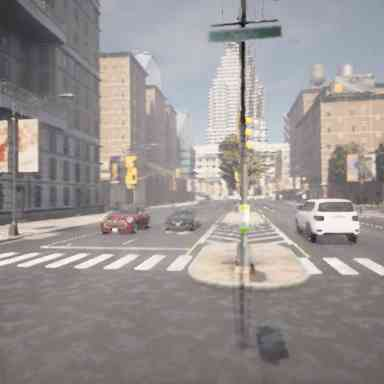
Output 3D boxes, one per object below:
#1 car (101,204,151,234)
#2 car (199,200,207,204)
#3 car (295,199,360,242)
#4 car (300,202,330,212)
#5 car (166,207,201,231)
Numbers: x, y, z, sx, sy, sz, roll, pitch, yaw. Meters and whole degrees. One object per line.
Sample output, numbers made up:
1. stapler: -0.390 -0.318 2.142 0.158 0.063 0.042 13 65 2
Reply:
1. car: -4.241 1.695 21.941 2.097 1.767 4.553 -1 -1 9
2. car: 3.089 2.802 93.052 1.895 1.301 4.718 -1 -1 8
3. car: 6.959 1.385 17.592 2.150 2.045 5.566 -1 -1 8
4. car: 17.309 2.038 46.650 4.718 1.301 1.895 0 -1 -40
5. car: -0.507 1.824 23.190 1.837 1.490 4.892 -1 -1 9
